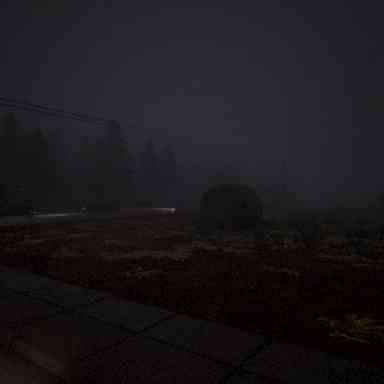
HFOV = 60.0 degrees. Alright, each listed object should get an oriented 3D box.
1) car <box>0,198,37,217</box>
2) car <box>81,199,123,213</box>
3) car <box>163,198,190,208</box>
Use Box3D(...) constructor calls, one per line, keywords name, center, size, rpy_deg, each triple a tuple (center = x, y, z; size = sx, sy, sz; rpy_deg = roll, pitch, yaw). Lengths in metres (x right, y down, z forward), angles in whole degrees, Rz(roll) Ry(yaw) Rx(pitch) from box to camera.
Box3D(name="car", center=(-16.081, 1.379, 28.962), size=(2.097, 1.767, 4.553), rpy_deg=(0, 0, 37))
Box3D(name="car", center=(-10.005, 1.517, 37.156), size=(2.128, 1.511, 4.902), rpy_deg=(0, 0, 37))
Box3D(name="car", center=(-2.164, 1.552, 47.695), size=(1.812, 1.442, 4.674), rpy_deg=(0, 0, 37))
